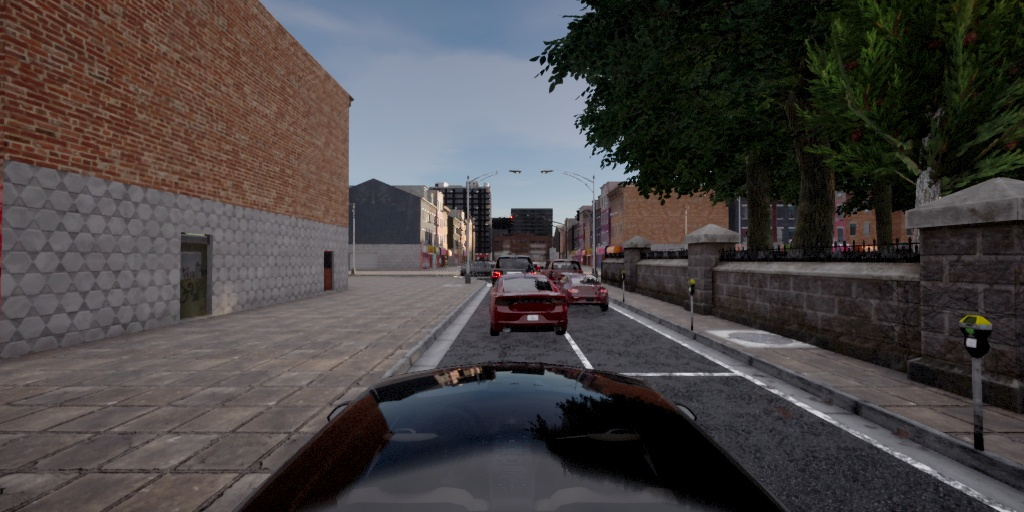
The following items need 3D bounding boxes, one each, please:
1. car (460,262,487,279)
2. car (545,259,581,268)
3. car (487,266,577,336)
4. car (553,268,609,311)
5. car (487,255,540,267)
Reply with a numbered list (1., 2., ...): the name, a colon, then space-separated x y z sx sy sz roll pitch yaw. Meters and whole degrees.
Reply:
1. car: -2.072 1.279 31.367 4.892 1.490 1.837 0 0 0
2. car: 2.666 1.074 19.758 2.192 1.841 5.009 0 0 0
3. car: 0.290 1.230 10.492 1.882 1.535 5.008 0 0 -4
4. car: 2.658 1.336 14.309 1.802 1.307 4.207 0 0 0
5. car: 0.109 0.979 18.067 2.150 2.045 5.566 0 0 0
